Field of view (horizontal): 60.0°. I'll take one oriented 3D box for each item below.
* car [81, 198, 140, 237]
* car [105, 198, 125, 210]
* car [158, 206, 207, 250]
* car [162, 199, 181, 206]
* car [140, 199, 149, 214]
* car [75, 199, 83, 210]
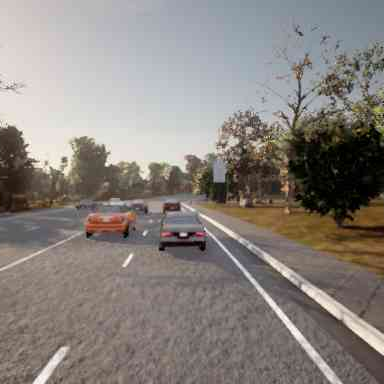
[{"bbox_3d":[-4.255,1.351,18.080,2.097,1.767,4.553,0,0,-4],"label":"car"},{"bbox_3d":[-10.006,1.559,43.427,1.812,1.442,4.674,0,0,-5],"label":"car"},{"bbox_3d":[-0.463,1.542,14.216,2.033,1.411,5.357,0,0,-4],"label":"car"},{"bbox_3d":[-2.214,1.479,36.505,1.882,1.535,5.008,0,0,-5],"label":"car"},{"bbox_3d":[-5.674,1.531,35.881,1.812,1.442,4.674,0,0,-5],"label":"car"},{"bbox_3d":[-13.434,1.600,42.426,1.994,1.385,4.181,0,0,-5],"label":"car"}]
